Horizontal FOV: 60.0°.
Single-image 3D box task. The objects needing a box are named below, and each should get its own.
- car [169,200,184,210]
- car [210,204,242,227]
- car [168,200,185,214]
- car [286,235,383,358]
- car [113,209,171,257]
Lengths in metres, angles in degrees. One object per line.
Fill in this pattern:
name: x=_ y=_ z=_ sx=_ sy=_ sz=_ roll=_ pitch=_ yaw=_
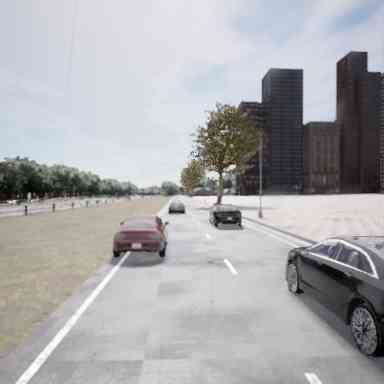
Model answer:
car: x=-2.294 y=1.898 z=49.384 sx=2.033 sy=1.411 sz=5.357 roll=0 pitch=0 yaw=-3
car: x=2.411 y=1.656 z=24.650 sx=1.882 sy=1.535 sz=5.008 roll=0 pitch=0 yaw=-3
car: x=-1.782 y=1.850 z=39.415 sx=1.994 sy=1.385 sz=4.181 roll=0 pitch=0 yaw=-2
car: x=3.237 y=1.539 z=6.087 sx=2.128 sy=1.511 sz=4.902 roll=0 pitch=0 yaw=-3
car: x=-1.907 y=1.608 z=13.126 sx=1.812 sy=1.442 sz=4.674 roll=0 pitch=0 yaw=-3
